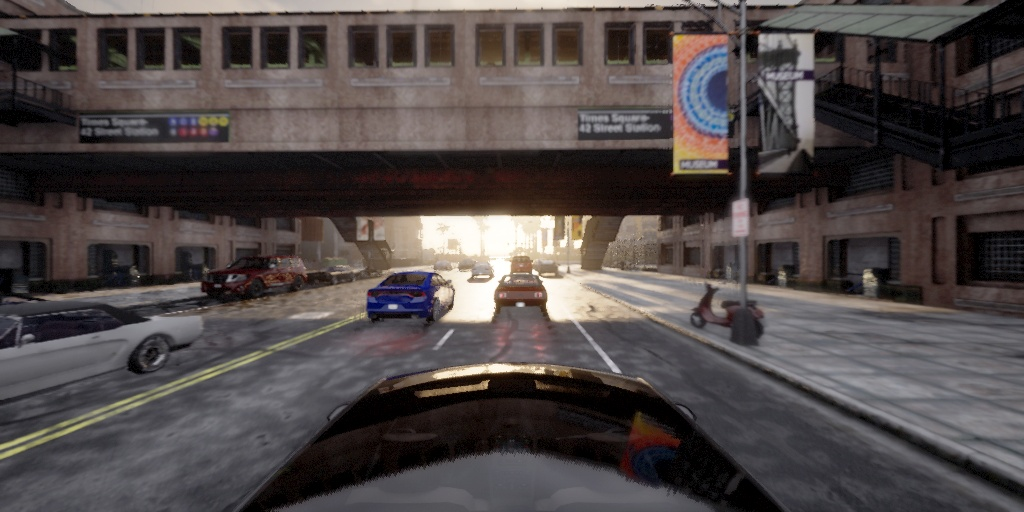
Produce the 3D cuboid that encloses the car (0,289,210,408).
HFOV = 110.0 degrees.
[{"bbox_3d":[-7.063,1.366,4.809,1.895,1.301,4.718,0,0,1],"label":"car"}]

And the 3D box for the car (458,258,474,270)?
[{"bbox_3d":[-5.973,1.124,48.443,2.097,1.767,4.553,0,0,2],"label":"car"}]

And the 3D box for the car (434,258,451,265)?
[{"bbox_3d":[-9.459,1.306,49.030,1.812,1.442,4.674,0,0,2],"label":"car"}]

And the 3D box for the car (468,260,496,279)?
[{"bbox_3d":[-2.660,1.288,33.291,1.812,1.442,4.674,0,0,1],"label":"car"}]

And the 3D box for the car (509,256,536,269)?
[{"bbox_3d":[0.903,0.977,35.228,2.150,2.045,5.566,0,0,1],"label":"car"}]

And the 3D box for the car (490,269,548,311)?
[{"bbox_3d":[0.339,1.353,14.324,1.895,1.301,4.718,0,0,1],"label":"car"}]

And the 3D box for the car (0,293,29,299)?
[{"bbox_3d":[-10.530,1.337,6.347,1.994,1.385,4.181,0,0,1],"label":"car"}]

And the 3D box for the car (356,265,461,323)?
[{"bbox_3d":[-3.206,1.237,12.285,1.882,1.535,5.008,0,0,1],"label":"car"}]
